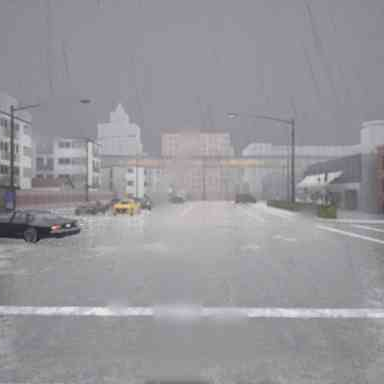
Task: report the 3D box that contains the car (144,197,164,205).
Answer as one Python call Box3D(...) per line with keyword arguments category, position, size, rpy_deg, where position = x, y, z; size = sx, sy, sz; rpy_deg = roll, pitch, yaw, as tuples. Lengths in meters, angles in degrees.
Box3D(category="car", position=(-6.981, 1.688, 61.267), size=(1.895, 1.301, 4.718), rpy_deg=(0, 0, 19))

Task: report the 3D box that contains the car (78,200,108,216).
Box3D(category="car", position=(-9.976, 1.534, 33.128), size=(1.812, 1.442, 4.674), rpy_deg=(0, 0, 3))

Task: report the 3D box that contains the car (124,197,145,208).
Box3D(category="car", position=(-8.760, 1.564, 51.221), size=(1.837, 1.490, 4.892), rpy_deg=(0, 0, 6))

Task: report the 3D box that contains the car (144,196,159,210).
Box3D(category="car", position=(-5.951, 1.386, 42.323), size=(2.097, 1.767, 4.553), rpy_deg=(0, 0, 4))

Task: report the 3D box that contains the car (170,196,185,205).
Box3D(category="car", position=(-2.899, 1.595, 62.183), size=(1.837, 1.490, 4.892), rpy_deg=(0, 0, 22))

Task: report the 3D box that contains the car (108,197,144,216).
Box3D(category="car", position=(-6.459, 1.487, 33.354), size=(1.882, 1.535, 5.008), rpy_deg=(0, 0, 3))

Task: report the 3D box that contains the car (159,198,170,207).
Box3D(category="car", position=(-5.161, 1.663, 52.232), size=(1.895, 1.301, 4.718), rpy_deg=(0, 0, 7))

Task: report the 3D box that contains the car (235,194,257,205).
Box3D(category="car", position=(10.448, 1.317, 63.899), size=(2.150, 2.045, 5.566), rpy_deg=(-1, -1, 39))

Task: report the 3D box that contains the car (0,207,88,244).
Box3D(category="car", position=(-7.844, 1.533, 15.395), size=(5.357, 1.411, 2.033), rpy_deg=(0, 0, 18))

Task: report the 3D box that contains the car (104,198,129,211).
Box3D(category="car", position=(-9.505, 1.559, 42.217), size=(1.812, 1.442, 4.674), rpy_deg=(0, 0, 5))
